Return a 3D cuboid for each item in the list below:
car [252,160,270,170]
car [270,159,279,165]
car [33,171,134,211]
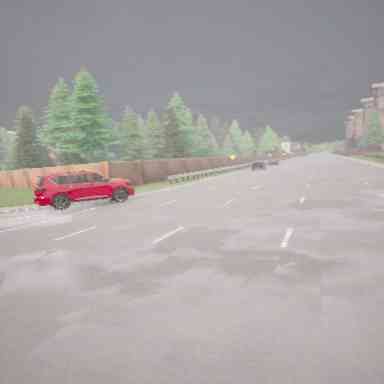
[{"bbox_3d":[11.203,-4.511,55.377,1.837,1.490,4.892,-2,6,21],"label":"car"},{"bbox_3d":[17.507,-6.424,71.584,1.994,1.385,4.181,-2,6,21],"label":"car"},{"bbox_3d":[-6.244,-0.209,19.451,5.566,2.045,2.150,-7,7,-30],"label":"car"}]
